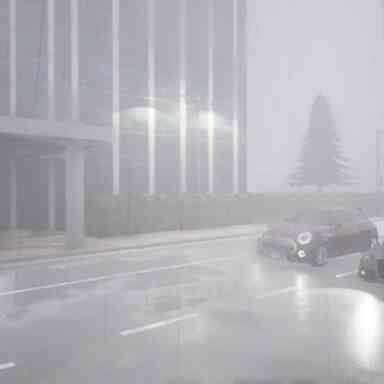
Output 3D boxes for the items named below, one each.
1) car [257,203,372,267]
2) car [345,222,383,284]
[{"bbox_3d":[4.340,1.309,11.341,4.553,1.767,2.097,0,0,-35],"label":"car"},{"bbox_3d":[5.946,1.524,8.192,4.181,1.385,1.994,0,0,-35],"label":"car"}]
